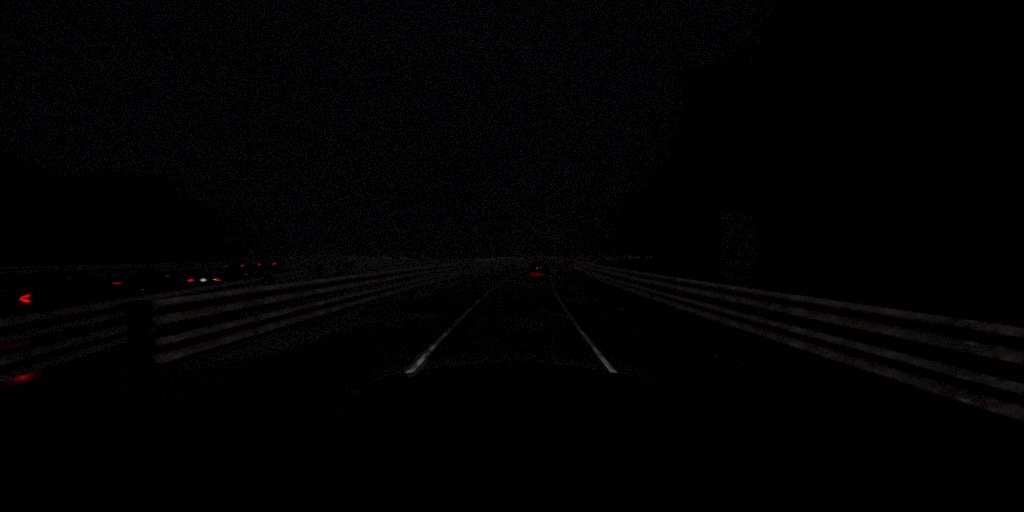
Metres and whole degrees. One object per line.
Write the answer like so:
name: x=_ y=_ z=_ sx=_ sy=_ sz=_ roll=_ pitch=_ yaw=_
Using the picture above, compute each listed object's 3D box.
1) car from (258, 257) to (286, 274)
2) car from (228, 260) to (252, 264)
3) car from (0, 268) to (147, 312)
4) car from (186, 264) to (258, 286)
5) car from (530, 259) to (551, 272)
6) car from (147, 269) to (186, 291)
car: x=-30.298 y=1.149 z=45.262 sx=2.150 sy=2.045 sz=5.566 roll=0 pitch=0 yaw=-21
car: x=-33.998 y=1.271 z=44.860 sx=2.097 sy=1.767 sz=4.553 roll=0 pitch=0 yaw=-22
car: x=-14.329 y=1.205 z=11.223 sx=2.097 sy=1.767 sz=4.553 roll=0 pitch=0 yaw=-19
car: x=-18.264 y=1.416 z=22.617 sx=2.033 sy=1.411 sz=5.357 roll=0 pitch=0 yaw=-20
car: x=3.306 y=1.032 z=41.718 sx=1.837 sy=1.490 sz=4.892 roll=1 pitch=1 yaw=13
car: x=-20.901 y=1.402 z=19.886 sx=2.033 sy=1.411 sz=5.357 roll=0 pitch=0 yaw=-19
